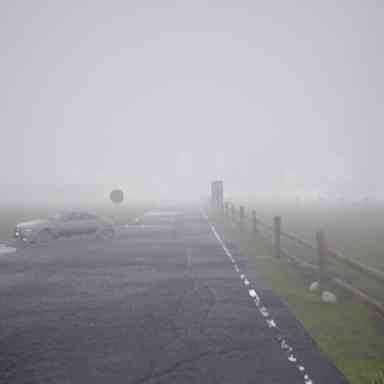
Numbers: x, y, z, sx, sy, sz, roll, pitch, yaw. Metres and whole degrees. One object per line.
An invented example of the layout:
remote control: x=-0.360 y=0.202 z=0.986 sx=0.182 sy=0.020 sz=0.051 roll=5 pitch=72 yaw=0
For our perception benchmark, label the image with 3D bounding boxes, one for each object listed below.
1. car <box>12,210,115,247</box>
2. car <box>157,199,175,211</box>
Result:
car: x=-5.565 y=1.509 z=14.766 sx=4.181 sy=1.385 sz=1.994 roll=1 pitch=1 yaw=-44
car: x=-2.997 y=1.502 z=39.313 sx=1.895 sy=1.301 sz=4.718 roll=0 pitch=0 yaw=0
